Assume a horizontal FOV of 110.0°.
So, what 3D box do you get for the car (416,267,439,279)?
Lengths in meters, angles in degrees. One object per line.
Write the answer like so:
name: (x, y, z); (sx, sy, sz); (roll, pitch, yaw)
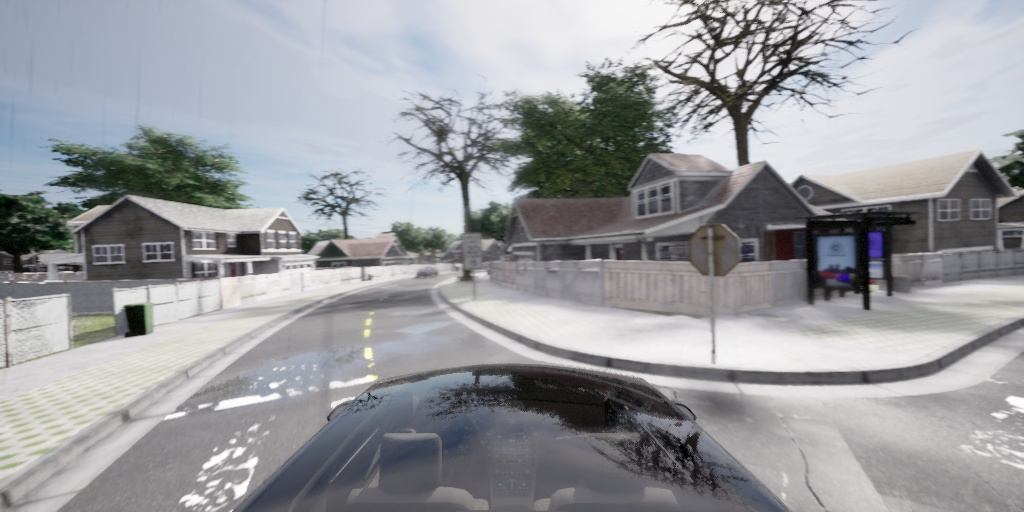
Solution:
car: (-10.732, 2.094, 45.686); (1.994, 1.385, 4.181); (-3, -1, 4)
